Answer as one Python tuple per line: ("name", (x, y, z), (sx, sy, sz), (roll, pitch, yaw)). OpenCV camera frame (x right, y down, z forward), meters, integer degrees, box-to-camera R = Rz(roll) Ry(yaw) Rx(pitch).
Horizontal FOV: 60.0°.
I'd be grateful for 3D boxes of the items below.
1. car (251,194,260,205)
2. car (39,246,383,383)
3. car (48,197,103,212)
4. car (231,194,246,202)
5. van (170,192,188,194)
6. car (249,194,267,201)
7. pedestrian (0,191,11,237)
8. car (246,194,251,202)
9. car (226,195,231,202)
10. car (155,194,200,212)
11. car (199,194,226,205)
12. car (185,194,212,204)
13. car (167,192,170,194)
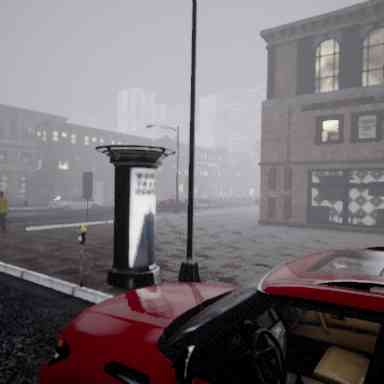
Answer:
("car", (11.149, 1.189, 50.890), (1.967, 1.590, 4.097), (1, 0, 35))
("car", (1.167, 1.312, 2.043), (5.009, 1.841, 2.192), (2, 1, 35))
("car", (-10.486, 1.072, 30.167), (1.895, 1.301, 4.718), (2, 1, 35))
("car", (7.469, 1.128, 60.229), (2.008, 1.369, 4.403), (1, 0, 35))
("van", (-2.057, 0.834, 46.662), (1.690, 1.788, 3.998), (1, 1, 35))
("car", (13.823, 1.187, 69.273), (2.008, 1.369, 4.403), (1, 0, 35))
("pedestrian", (-7.380, 0.822, 13.028), (0.375, 1.860, 0.375), (2, 1, 35))
("car", (10.646, 1.157, 64.750), (2.008, 1.369, 4.403), (1, 0, 35))
("car", (4.195, 1.072, 55.568), (1.752, 1.417, 4.829), (1, 0, 35))
("car", (-1.516, 1.188, 32.776), (1.887, 1.381, 4.507), (1, 1, 35))
("car", (2.609, 1.141, 48.745), (1.994, 1.385, 4.181), (2, 1, 35))
("car", (1.116, 1.070, 51.186), (2.008, 1.369, 4.403), (1, 0, 35))
("car", (-5.335, 0.991, 42.003), (1.752, 1.417, 4.829), (1, 1, 35))
